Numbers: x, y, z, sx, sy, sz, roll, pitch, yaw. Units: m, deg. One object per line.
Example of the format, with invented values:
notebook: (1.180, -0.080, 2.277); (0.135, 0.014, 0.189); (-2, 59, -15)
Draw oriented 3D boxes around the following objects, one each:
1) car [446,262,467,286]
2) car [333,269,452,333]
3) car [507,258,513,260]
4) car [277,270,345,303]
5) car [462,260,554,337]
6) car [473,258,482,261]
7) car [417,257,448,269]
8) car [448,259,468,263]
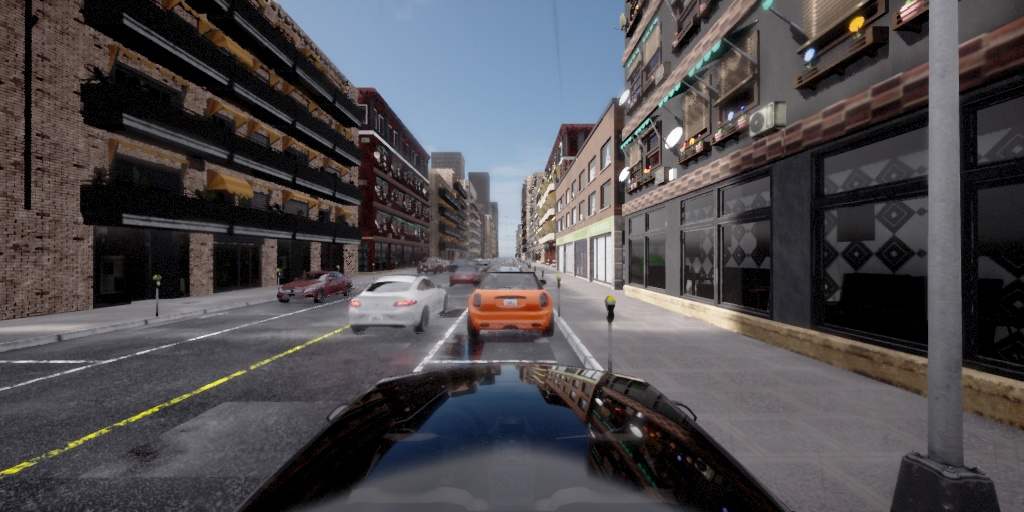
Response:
car: (-3.074, 1.314, 24.985); (1.994, 1.385, 4.181); (0, 0, 0)
car: (-3.144, 1.276, 10.572); (1.812, 1.442, 4.674); (0, 0, 0)
car: (-0.456, 1.275, 39.173); (1.751, 1.417, 4.829); (0, 0, 0)
car: (-8.837, 1.333, 16.462); (1.802, 1.307, 4.207); (0, 0, 0)
car: (-0.032, 1.103, 10.469); (2.097, 1.767, 4.553); (0, 0, 0)
car: (-3.078, 1.241, 39.744); (2.128, 1.511, 4.902); (0, 0, 0)
car: (-8.837, 1.064, 39.007); (2.192, 1.841, 5.009); (0, 0, 0)
car: (-6.213, 1.100, 42.429); (2.097, 1.767, 4.553); (0, 0, 0)
